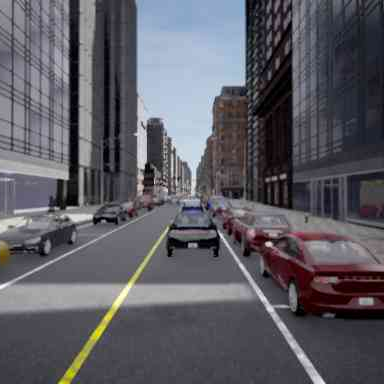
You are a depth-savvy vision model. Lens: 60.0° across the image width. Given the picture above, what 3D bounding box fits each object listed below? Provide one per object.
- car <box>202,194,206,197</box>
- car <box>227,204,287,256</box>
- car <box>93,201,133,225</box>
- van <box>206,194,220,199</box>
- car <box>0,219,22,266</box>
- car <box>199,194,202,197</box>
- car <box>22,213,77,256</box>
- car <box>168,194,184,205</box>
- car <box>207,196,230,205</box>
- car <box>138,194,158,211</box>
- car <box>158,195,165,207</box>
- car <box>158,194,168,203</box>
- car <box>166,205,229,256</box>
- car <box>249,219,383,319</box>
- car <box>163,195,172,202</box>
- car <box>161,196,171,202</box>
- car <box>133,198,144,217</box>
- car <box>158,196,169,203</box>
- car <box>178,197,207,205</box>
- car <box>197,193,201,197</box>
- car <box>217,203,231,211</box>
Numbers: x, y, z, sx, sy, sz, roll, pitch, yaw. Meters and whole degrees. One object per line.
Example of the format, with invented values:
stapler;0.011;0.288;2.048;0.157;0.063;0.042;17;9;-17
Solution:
car;2.680;1.318;41.082;2.192;1.841;5.009;1;0;0
car;2.677;1.440;12.961;1.967;1.590;4.097;1;0;0
car;-5.849;1.566;24.217;1.947;1.339;4.313;1;0;0
van;2.680;1.342;35.458;1.690;1.788;3.998;1;0;0
car;-5.849;1.525;7.174;1.752;1.417;4.829;1;0;0
car;2.681;1.450;57.955;1.967;1.590;4.097;1;0;0
car;-5.850;1.550;12.968;2.008;1.369;4.403;1;0;0
car;-3.052;1.501;58.211;2.128;1.511;4.902;0;0;0
car;2.679;1.440;29.834;1.967;1.590;4.097;1;0;0
car;-5.845;1.318;41.091;2.192;1.841;5.009;1;0;0
car;-5.847;1.552;52.339;1.887;1.381;4.507;1;0;0
car;-5.844;1.325;57.964;2.192;1.841;5.009;1;0;0
car;0.045;1.492;13.026;2.128;1.511;4.902;0;0;0
car;2.676;1.544;7.336;1.887;1.381;4.507;1;0;0
car;-5.845;1.546;80.293;1.752;1.417;4.829;1;0;0
car;-5.845;1.562;74.838;1.887;1.381;4.507;1;0;0
car;-5.848;1.545;29.842;1.887;1.381;4.507;1;0;0
car;-5.845;1.540;69.044;1.752;1.417;4.829;1;0;0
car;0.056;1.478;29.199;1.882;1.535;5.008;0;0;1
car;2.683;1.330;69.204;2.192;1.841;5.009;1;0;0
car;2.677;1.544;18.586;1.887;1.381;4.507;1;0;0
